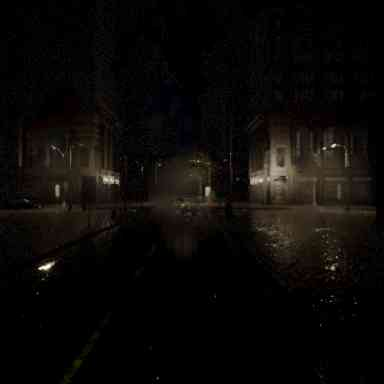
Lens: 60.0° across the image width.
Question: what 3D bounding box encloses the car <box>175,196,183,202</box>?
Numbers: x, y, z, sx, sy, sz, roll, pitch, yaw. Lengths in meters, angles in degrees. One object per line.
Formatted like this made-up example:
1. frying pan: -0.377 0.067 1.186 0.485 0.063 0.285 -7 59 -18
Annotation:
1. car: -3.018 1.576 77.409 1.895 1.301 4.718 0 0 0

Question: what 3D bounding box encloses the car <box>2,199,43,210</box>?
1. car: -19.722 1.517 38.770 4.181 1.385 1.994 1 0 0
